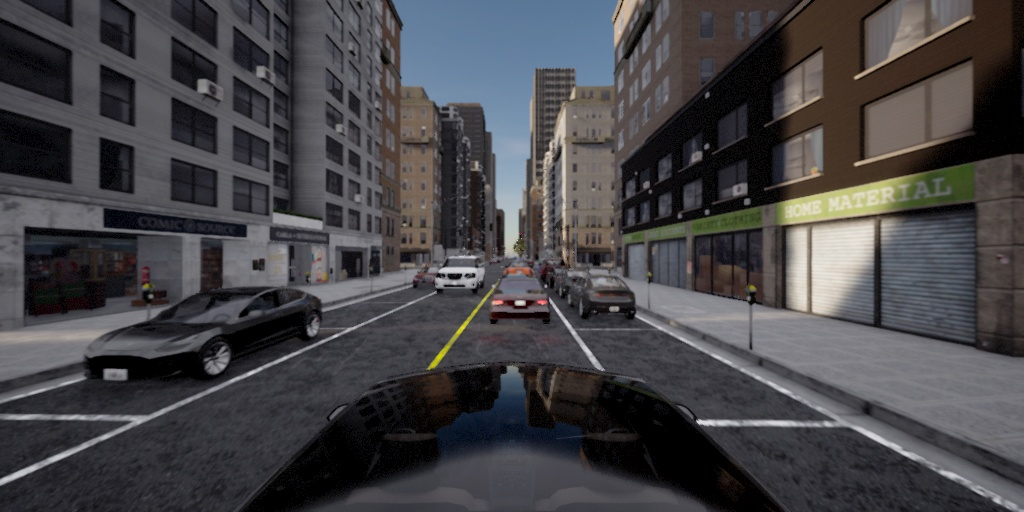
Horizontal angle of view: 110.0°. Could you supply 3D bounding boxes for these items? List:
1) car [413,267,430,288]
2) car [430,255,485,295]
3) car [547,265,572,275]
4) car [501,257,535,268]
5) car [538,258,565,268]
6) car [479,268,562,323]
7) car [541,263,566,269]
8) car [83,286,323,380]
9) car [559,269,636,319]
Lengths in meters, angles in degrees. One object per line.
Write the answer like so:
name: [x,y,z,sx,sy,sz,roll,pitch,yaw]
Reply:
car: [-5.304,1.342,23.845,1.802,1.307,4.207,0,0,1]
car: [-2.792,0.981,20.438,2.150,2.045,5.566,0,0,1]
car: [3.123,1.316,18.180,2.007,1.370,4.403,0,0,1]
car: [0.521,1.120,27.026,2.097,1.767,4.553,0,0,1]
car: [3.318,1.088,29.226,2.192,1.841,5.009,0,0,1]
car: [0.259,1.305,12.076,2.033,1.411,5.357,0,0,1]
car: [3.220,1.335,23.703,1.948,1.339,4.313,0,0,1]
car: [-5.596,1.313,7.272,1.948,1.339,4.313,0,0,1]
car: [3.026,1.312,12.658,2.007,1.370,4.403,0,0,1]
